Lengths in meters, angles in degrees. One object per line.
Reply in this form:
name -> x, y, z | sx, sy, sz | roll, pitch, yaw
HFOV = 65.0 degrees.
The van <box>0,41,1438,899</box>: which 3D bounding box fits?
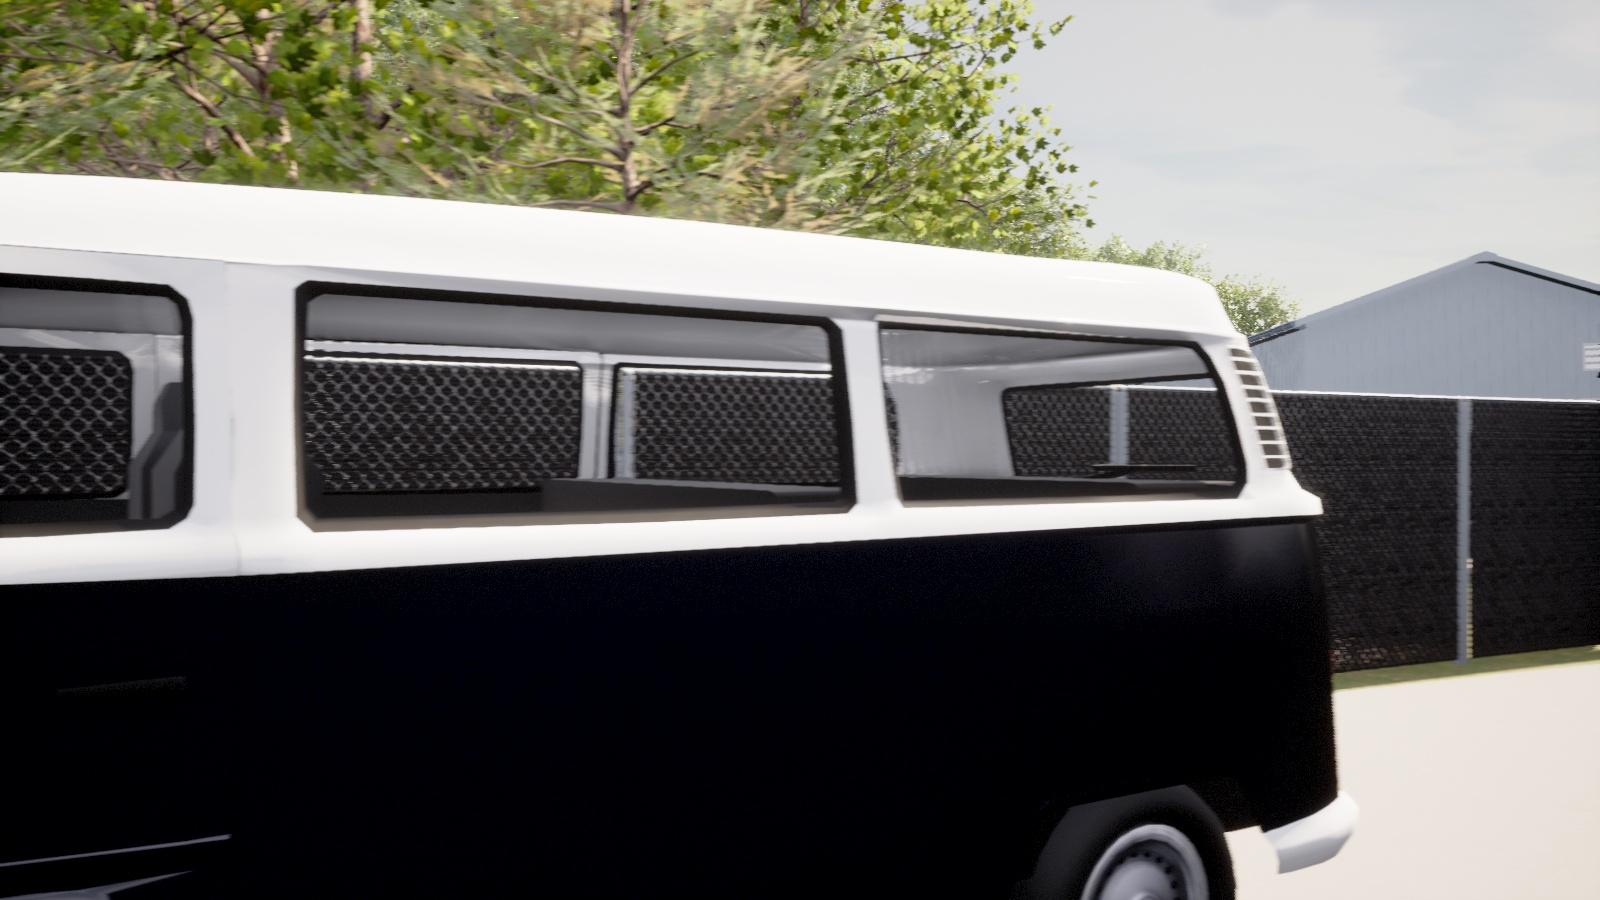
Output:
van -> -0.748, 0.474, 3.085 | 4.480, 2.038, 2.069 | 0, 0, -31
